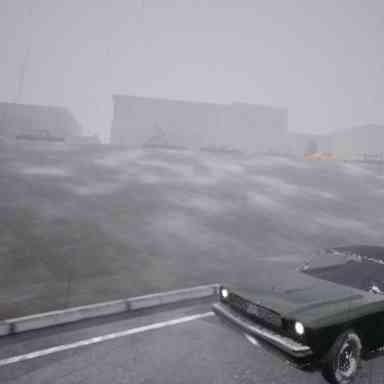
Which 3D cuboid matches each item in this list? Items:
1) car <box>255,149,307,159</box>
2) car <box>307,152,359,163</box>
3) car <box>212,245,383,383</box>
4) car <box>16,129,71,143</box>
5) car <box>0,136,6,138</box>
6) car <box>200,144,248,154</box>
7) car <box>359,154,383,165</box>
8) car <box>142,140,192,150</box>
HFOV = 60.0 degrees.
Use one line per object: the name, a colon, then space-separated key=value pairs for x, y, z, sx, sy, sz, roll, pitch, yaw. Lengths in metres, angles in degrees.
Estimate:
car: x=8.555 y=-3.526 z=33.250 sx=4.674 sy=1.452 sz=2.002 roll=3 pitch=-1 yaw=-10
car: x=13.994 y=-3.276 z=34.317 sx=5.008 sy=1.535 sz=2.097 roll=3 pitch=-1 yaw=-11
car: x=2.709 y=1.615 z=5.367 sx=4.718 sy=1.301 sz=1.895 roll=1 pitch=0 yaw=-29
car: x=-13.151 y=-4.728 z=29.809 sx=4.553 sy=1.767 sz=2.185 roll=3 pitch=-1 yaw=-9
car: x=-18.582 y=-4.808 z=28.974 sx=4.674 sy=1.452 sz=2.002 roll=3 pitch=-1 yaw=-9
car: x=3.097 y=-3.848 z=32.302 sx=4.892 sy=1.521 sz=2.231 roll=3 pitch=-1 yaw=-9
car: x=19.389 y=-3.111 z=35.497 sx=4.553 sy=1.767 sz=2.185 roll=3 pitch=-1 yaw=-12
car: x=-2.352 y=-4.109 z=31.459 sx=4.892 sy=1.521 sz=2.231 roll=3 pitch=-1 yaw=-9
